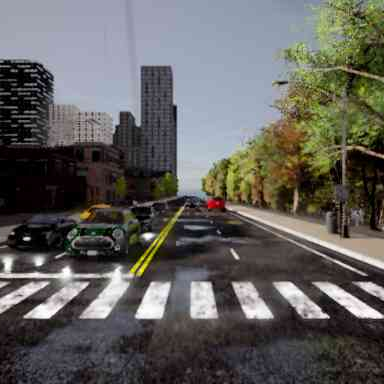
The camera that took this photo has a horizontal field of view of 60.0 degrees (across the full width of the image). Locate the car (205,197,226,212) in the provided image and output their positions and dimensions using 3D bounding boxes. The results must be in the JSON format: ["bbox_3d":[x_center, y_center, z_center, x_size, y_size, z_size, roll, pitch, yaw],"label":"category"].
[{"bbox_3d":[3.323,1.627,45.237,2.150,2.045,5.566,0,-1,0],"label":"car"}]

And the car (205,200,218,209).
[{"bbox_3d":[3.222,2.062,55.817,1.994,1.385,4.181,0,-1,0],"label":"car"}]

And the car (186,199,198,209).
[{"bbox_3d":[-0.025,1.981,56.433,1.882,1.535,5.008,0,-1,0],"label":"car"}]

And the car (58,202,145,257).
[{"bbox_3d":[-3.358,1.473,13.398,2.097,1.767,4.553,0,-1,0],"label":"car"}]

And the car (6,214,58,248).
[{"bbox_3d":[-6.609,1.702,15.302,1.994,1.385,4.181,0,-1,0],"label":"car"}]

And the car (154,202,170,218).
[{"bbox_3d":[-3.360,1.816,34.669,1.837,1.490,4.892,0,-1,0],"label":"car"}]

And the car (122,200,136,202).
[{"bbox_3d":[-6.607,1.656,33.995,2.097,1.767,4.553,0,-1,0],"label":"car"}]

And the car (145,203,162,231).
[{"bbox_3d":[-3.360,1.707,22.457,1.837,1.490,4.892,0,0,0],"label":"car"}]

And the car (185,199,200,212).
[{"bbox_3d":[0.076,1.904,46.127,2.128,1.511,4.902,0,-1,0],"label":"car"}]
